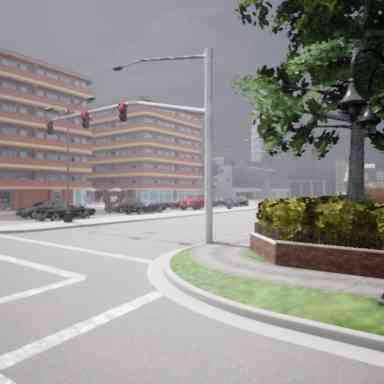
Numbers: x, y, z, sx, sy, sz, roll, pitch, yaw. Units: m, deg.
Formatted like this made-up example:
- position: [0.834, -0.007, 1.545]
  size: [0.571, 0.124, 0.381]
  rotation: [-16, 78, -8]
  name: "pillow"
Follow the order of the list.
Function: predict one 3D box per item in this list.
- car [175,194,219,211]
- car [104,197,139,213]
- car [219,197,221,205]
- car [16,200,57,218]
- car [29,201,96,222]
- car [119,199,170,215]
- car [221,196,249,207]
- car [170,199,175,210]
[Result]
- position: [0.748, 1.220, 41.905]
  size: [2.150, 2.045, 5.566]
  rotation: [0, 0, 36]
  name: "car"
- position: [-7.422, 1.350, 36.585]
  size: [2.097, 1.767, 4.553]
  rotation: [0, 0, 35]
  name: "car"
- position: [3.835, 1.524, 52.096]
  size: [1.812, 1.442, 4.674]
  rotation: [0, 0, 36]
  name: "car"
- position: [-12.803, 1.502, 29.156]
  size: [1.837, 1.490, 4.892]
  rotation: [0, 0, 36]
  name: "car"
- position: [-10.192, 1.599, 26.830]
  size: [1.895, 1.301, 4.718]
  rotation: [0, 0, 33]
  name: "car"
- position: [-4.804, 1.597, 34.243]
  size: [1.895, 1.301, 4.718]
  rotation: [0, 0, 36]
  name: "car"
- position: [6.775, 1.350, 50.189]
  size: [2.097, 1.767, 4.553]
  rotation: [0, 0, 36]
  name: "car"
- position: [-2.191, 1.599, 43.817]
  size: [1.895, 1.301, 4.718]
  rotation: [0, 0, 36]
  name: "car"
